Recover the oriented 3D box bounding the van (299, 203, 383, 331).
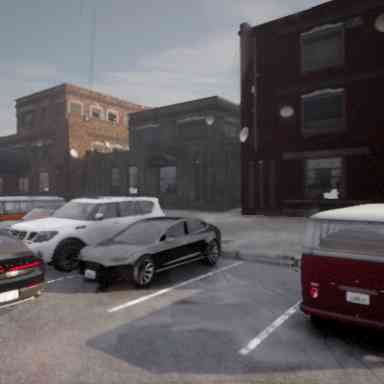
[{"bbox_3d":[3.621,1.252,6.514,1.878,1.987,4.442,0,0,35],"label":"van"}]

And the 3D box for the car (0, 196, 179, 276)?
[{"bbox_3d":[-3.201,1.190,11.201,2.435,2.045,5.566,0,0,35],"label":"car"}]

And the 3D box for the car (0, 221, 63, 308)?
[{"bbox_3d":[-5.019,1.472,6.956,4.892,1.490,1.837,0,0,35],"label":"car"}]
